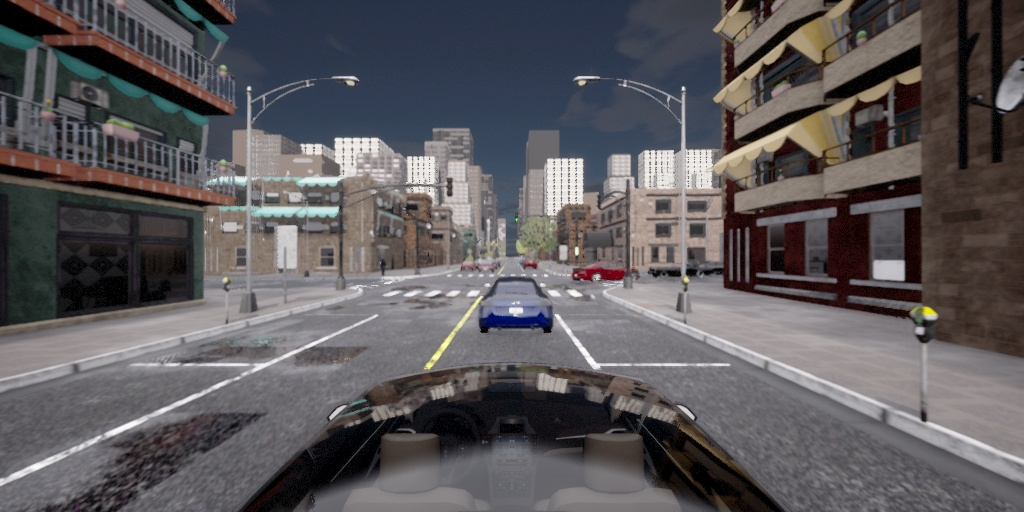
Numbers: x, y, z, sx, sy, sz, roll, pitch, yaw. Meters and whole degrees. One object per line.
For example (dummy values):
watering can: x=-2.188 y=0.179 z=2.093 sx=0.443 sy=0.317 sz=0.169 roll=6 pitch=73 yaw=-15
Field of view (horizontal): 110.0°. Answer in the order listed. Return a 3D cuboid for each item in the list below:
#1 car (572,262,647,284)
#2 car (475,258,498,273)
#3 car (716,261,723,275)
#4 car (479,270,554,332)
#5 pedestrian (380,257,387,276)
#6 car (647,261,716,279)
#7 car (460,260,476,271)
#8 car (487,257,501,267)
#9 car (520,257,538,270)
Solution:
car: x=6.769 y=1.139 z=25.716 sx=5.008 sy=1.535 sz=1.882 roll=-1 pitch=-2 yaw=-20
car: x=-3.087 y=1.261 z=44.030 sx=1.812 sy=1.442 sz=4.674 roll=0 pitch=0 yaw=0
car: x=17.496 y=1.090 z=31.873 sx=4.313 sy=1.339 sz=1.948 roll=0 pitch=0 yaw=0
car: x=0.099 y=1.309 z=10.846 sx=1.994 sy=1.385 sz=4.181 roll=0 pitch=0 yaw=0
pedestrian: x=-12.512 y=1.021 z=34.803 sx=0.375 sy=1.860 sz=0.375 roll=0 pitch=1 yaw=0
car: x=13.560 y=1.165 z=29.276 sx=4.718 sy=1.301 sz=1.895 roll=-1 pitch=0 yaw=0
car: x=-5.779 y=1.281 z=47.545 sx=1.888 sy=1.381 sz=4.507 roll=0 pitch=0 yaw=0
car: x=-3.081 y=1.230 z=53.320 sx=2.128 sy=1.511 sz=4.902 roll=0 pitch=0 yaw=0
car: x=2.690 y=1.053 z=53.067 sx=2.192 sy=1.841 sz=5.009 roll=0 pitch=0 yaw=0
